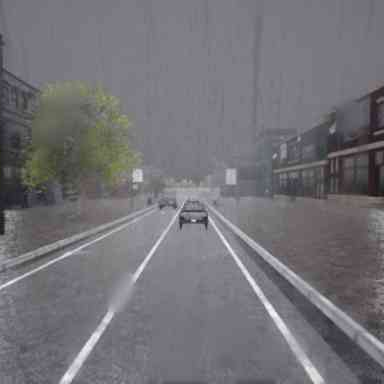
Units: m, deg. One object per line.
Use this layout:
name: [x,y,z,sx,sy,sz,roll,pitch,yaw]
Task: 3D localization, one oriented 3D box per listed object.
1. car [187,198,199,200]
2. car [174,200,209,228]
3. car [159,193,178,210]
car: [0.111,1.461,40.784,2.128,1.511,4.902,0,0,0]
car: [0.106,1.507,22.469,2.128,1.511,4.902,0,0,0]
car: [-3.069,1.179,43.530,2.150,2.045,5.566,0,0,0]
